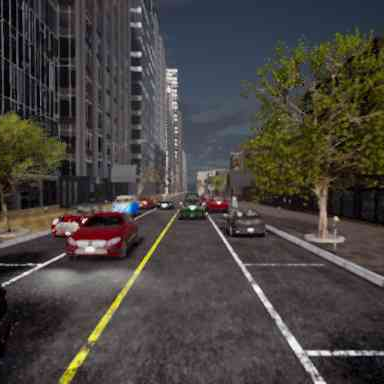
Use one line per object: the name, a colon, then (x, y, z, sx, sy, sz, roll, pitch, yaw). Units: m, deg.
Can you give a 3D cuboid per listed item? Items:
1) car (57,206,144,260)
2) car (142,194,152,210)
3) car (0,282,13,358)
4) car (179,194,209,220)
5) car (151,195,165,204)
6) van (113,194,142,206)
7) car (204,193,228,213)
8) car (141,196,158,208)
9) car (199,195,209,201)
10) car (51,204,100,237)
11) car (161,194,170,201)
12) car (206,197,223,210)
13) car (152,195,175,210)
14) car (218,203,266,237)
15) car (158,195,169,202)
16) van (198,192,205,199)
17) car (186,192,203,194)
car: (-3.103, 1.481, 12.418, 1.812, 1.442, 4.674, 0, 0, 0)
car: (-5.749, 1.168, 40.262, 2.192, 1.841, 5.009, -1, 0, 0)
car: (-3.101, 1.485, 2.078, 2.128, 1.511, 4.902, 0, 0, 0)
car: (0.045, 1.250, 27.351, 2.097, 1.767, 4.553, 0, 0, 0)
car: (-5.763, 1.335, 56.867, 1.887, 1.381, 4.507, -1, 0, 0)
van: (-5.737, 1.235, 29.192, 1.690, 1.788, 3.998, -1, 0, 0)
car: (2.637, 1.186, 34.726, 2.192, 1.841, 5.009, -1, 0, 0)
car: (-5.751, 1.358, 45.628, 1.752, 1.417, 4.829, -1, 0, 0)
car: (2.599, 1.292, 73.468, 1.947, 1.339, 4.313, -1, 0, 0)
car: (-5.734, 1.378, 17.396, 1.967, 1.590, 4.097, -1, 0, 0)
car: (-5.781, 1.254, 73.301, 1.752, 1.417, 4.829, -1, 0, 0)
car: (2.635, 1.375, 40.431, 1.752, 1.417, 4.829, -1, 0, 0)
car: (-3.062, 1.347, 39.604, 2.128, 1.511, 4.902, 0, 0, 0)
car: (2.671, 1.486, 17.388, 2.008, 1.369, 4.403, -1, 0, 0)
car: (-5.776, 1.275, 67.767, 1.752, 1.417, 4.829, -1, 0, 0)
van: (2.578, 1.005, 90.071, 1.690, 1.788, 3.998, -1, 0, 0)
car: (0.044, 1.056, 45.139, 2.150, 2.045, 5.566, 0, 0, 0)
